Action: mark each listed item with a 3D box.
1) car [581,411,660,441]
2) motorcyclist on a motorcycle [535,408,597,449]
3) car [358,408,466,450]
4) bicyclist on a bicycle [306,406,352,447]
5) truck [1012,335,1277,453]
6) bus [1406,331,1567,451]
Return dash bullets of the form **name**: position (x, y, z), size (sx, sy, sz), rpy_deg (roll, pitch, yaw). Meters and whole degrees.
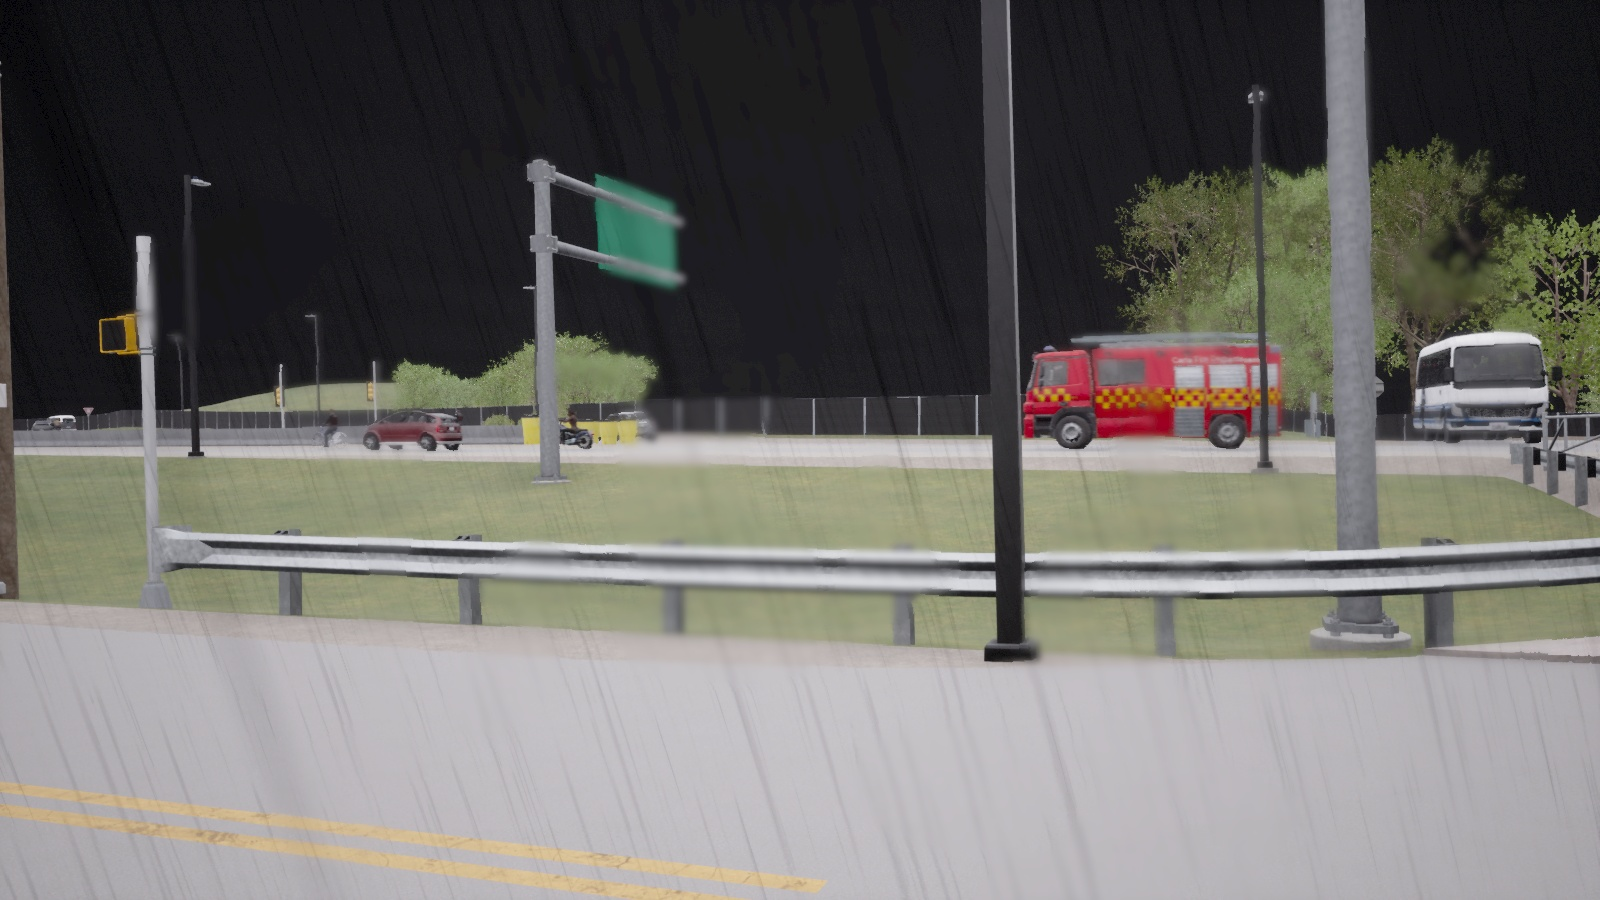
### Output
- **car**: position (-9.171, -1.243, 64.149), size (3.806, 1.475, 1.970), rpy_deg (2, 2, 41)
- **motorcyclist on a motorcycle**: position (-9.437, -0.869, 50.613), size (2.350, 1.649, 0.766), rpy_deg (0, 1, 19)
- **car**: position (-15.100, -0.819, 48.896), size (3.705, 1.549, 1.789), rpy_deg (0, 1, 19)
- **bicyclist on a bicycle**: position (-20.433, -1.018, 54.481), size (1.843, 1.776, 0.659), rpy_deg (1, 1, 19)
- **truck**: position (11.744, -1.847, 43.144), size (8.468, 3.827, 2.891), rpy_deg (0, 1, 16)
- **bus**: position (26.975, -2.193, 49.976), size (3.944, 4.253, 10.273), rpy_deg (0, 1, 19)
